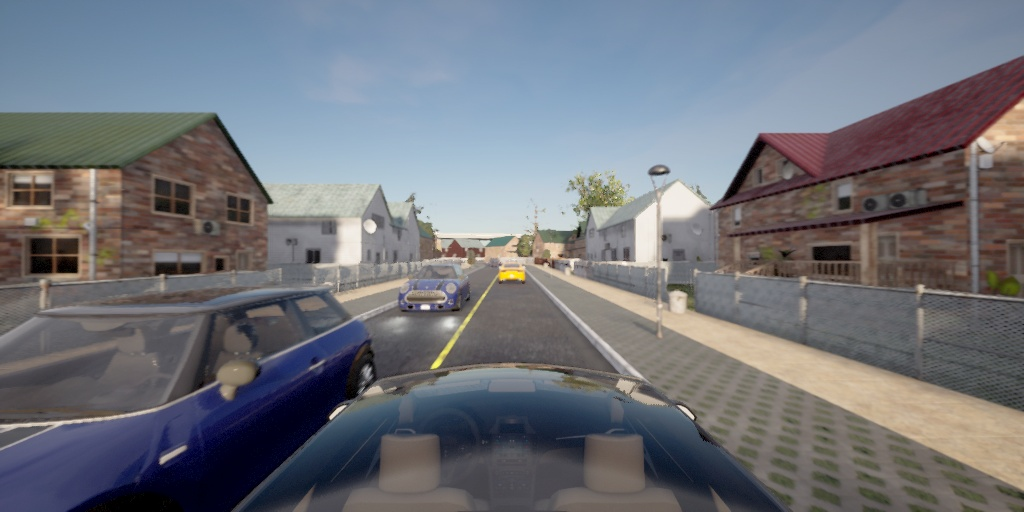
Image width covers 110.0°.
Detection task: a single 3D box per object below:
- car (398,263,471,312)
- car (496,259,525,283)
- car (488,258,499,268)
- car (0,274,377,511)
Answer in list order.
[{"bbox_3d":[-2.868,1.105,14.143,2.097,1.767,4.553,0,0,0],"label":"car"},{"bbox_3d":[0.006,1.221,27.435,1.882,1.535,5.008,0,0,0],"label":"car"},{"bbox_3d":[-2.970,1.072,61.071,2.097,1.767,4.553,0,0,0],"label":"car"},{"bbox_3d":[-2.850,1.106,2.890,2.097,1.767,4.553,0,0,0],"label":"car"}]
